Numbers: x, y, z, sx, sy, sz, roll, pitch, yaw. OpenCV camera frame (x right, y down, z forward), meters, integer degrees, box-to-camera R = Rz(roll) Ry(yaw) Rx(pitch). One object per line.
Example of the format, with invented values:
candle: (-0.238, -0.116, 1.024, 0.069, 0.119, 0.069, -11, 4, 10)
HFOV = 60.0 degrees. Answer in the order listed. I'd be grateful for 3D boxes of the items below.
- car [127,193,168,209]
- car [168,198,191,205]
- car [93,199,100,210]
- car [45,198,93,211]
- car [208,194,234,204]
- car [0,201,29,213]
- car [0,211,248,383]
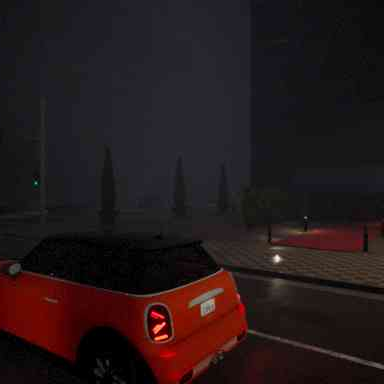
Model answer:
car: (-6.263, 1.219, 45.134, 2.150, 2.045, 5.566, 0, 0, 36)
car: (-2.176, 1.492, 56.705, 2.128, 1.511, 4.902, 0, 0, 36)
car: (-13.542, 1.490, 41.047, 2.128, 1.511, 4.902, 0, 0, 36)
car: (-13.323, 1.601, 35.381, 1.895, 1.301, 4.718, 0, 0, 36)
car: (5.351, 1.527, 61.026, 1.812, 1.442, 4.674, 0, 0, 36)
car: (-19.107, 1.601, 33.357, 1.895, 1.301, 4.718, 0, 0, 36)
car: (-1.544, 1.352, 5.095, 4.553, 1.767, 2.097, 0, 0, 36)
